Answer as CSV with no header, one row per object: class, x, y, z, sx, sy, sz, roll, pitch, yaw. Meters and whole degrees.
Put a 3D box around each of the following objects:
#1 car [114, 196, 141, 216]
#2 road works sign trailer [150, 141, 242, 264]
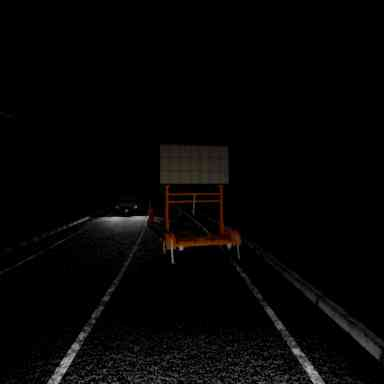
car,-4.964,1.071,26.160,1.812,1.442,4.674,0,0,-6
road works sign trailer,0.041,0.175,10.817,2.380,3.560,2.880,-1,1,-16
